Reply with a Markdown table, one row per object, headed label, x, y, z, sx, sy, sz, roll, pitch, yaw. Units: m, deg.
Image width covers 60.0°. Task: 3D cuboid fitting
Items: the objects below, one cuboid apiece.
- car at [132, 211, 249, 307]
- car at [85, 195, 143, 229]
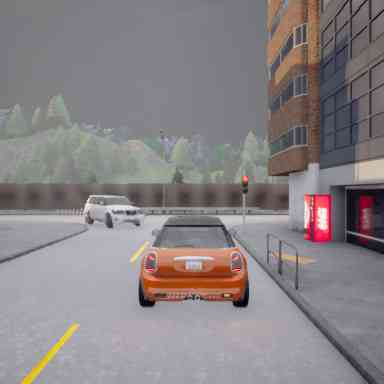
| label | x | y | z | sx | sy | sz | roll | pitch | yaw |
| --- | --- | --- | --- | --- | --- | --- | --- | --- | --- |
| car | 0.045 | 1.352 | 8.155 | 2.097 | 1.767 | 4.553 | 0 | 0 | 0 |
| car | -5.249 | 1.222 | 22.017 | 2.150 | 2.045 | 5.566 | 2 | -1 | -38 |
